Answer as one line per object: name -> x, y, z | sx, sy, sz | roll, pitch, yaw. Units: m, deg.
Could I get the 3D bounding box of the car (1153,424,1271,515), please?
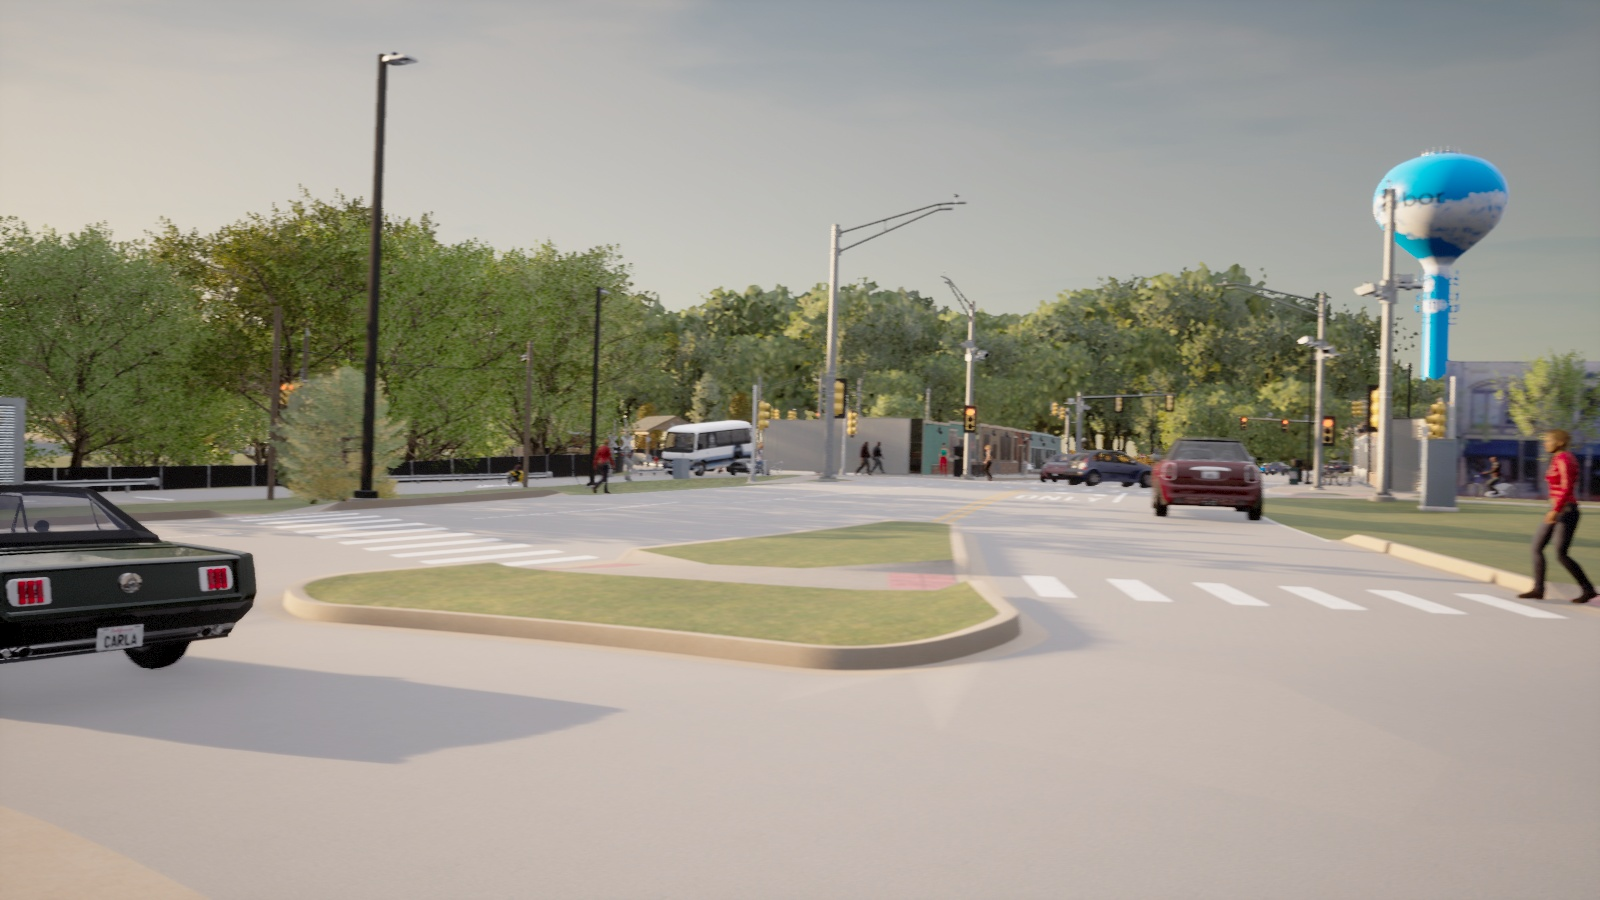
car -> 8.770, 0.344, 27.061 | 2.097, 1.767, 4.553 | 1, 1, 14

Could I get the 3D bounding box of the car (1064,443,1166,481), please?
car -> 13.908, 0.538, 55.449 | 3.988, 1.617, 1.851 | 1, -1, -18

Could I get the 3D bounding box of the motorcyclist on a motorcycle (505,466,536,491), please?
motorcyclist on a motorcycle -> -18.098, 1.844, 81.468 | 0.797, 1.523, 2.044 | 1, 1, 29

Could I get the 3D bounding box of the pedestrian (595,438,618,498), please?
pedestrian -> -6.069, 0.566, 39.305 | 0.331, 1.846, 0.636 | 0, -1, 35

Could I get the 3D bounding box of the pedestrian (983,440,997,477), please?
pedestrian -> 9.374, 0.433, 62.002 | 0.594, 1.836, 0.345 | 1, -1, 27

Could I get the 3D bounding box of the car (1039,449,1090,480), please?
car -> 13.624, 0.733, 64.504 | 1.845, 1.501, 3.633 | 1, -1, 24

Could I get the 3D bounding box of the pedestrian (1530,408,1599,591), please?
pedestrian -> 7.930, 0.497, 12.930 | 0.636, 1.846, 0.331 | 1, -1, 18

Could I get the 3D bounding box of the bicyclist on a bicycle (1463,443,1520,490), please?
bicyclist on a bicycle -> 26.707, 0.645, 48.545 | 1.843, 1.776, 0.659 | 1, -1, 22

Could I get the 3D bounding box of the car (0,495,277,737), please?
car -> -6.065, 0.996, 8.829 | 4.718, 1.301, 1.895 | -1, -2, 29

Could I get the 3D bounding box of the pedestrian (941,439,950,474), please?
pedestrian -> 7.846, 0.354, 67.704 | 0.345, 1.836, 0.594 | 1, -1, 23

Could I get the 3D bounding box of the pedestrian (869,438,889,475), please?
pedestrian -> 4.078, 0.324, 64.723 | 0.849, 1.883, 0.563 | 1, -1, 25

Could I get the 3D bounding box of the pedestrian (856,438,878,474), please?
pedestrian -> 3.374, 0.304, 63.509 | 0.899, 1.844, 0.634 | 1, -1, 25
